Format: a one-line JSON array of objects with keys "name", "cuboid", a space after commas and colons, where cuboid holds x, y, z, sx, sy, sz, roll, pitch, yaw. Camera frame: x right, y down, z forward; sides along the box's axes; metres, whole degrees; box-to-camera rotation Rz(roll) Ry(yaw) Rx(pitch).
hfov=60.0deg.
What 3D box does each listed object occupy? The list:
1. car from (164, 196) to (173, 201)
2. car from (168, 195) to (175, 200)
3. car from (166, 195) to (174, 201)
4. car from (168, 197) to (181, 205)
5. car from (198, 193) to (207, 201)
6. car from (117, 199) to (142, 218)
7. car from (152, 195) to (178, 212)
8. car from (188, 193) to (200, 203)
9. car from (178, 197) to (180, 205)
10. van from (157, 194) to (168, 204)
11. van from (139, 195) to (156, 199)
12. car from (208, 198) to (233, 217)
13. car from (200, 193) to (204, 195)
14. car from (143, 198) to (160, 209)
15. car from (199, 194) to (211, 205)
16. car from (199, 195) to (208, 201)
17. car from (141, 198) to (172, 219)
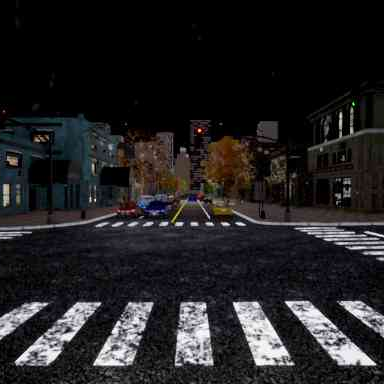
[{"name": "car", "cuboid": [-5.645, 1.549, 80.284, 1.947, 1.339, 4.313, 0, 0, 0]}, {"name": "car", "cuboid": [-5.638, 1.562, 91.377, 1.802, 1.307, 4.206, 0, 0, 0]}, {"name": "car", "cuboid": [-5.641, 1.526, 85.831, 1.887, 1.381, 4.507, 0, 0, 0]}, {"name": "car", "cuboid": [-3.028, 1.589, 58.054, 1.895, 1.301, 4.718, 0, 0, 0]}, {"name": "car", "cuboid": [2.737, 1.297, 85.826, 2.192, 1.841, 5.009, -1, 0, 0]}, {"name": "car", "cuboid": [-5.674, 1.577, 30.367, 1.802, 1.307, 4.206, 0, 0, 0]}, {"name": "car", "cuboid": [-3.075, 1.484, 38.820, 2.128, 1.511, 4.902, 0, 0, 0]}, {"name": "car", "cuboid": [0.110, 1.463, 70.795, 1.882, 1.535, 5.008, 0, 0, 0]}, {"name": "car", "cuboid": [-3.063, 1.555, 47.944, 1.994, 1.385, 4.181, 0, 0, 0]}, {"name": "van", "cuboid": [-5.656, 1.328, 63.645, 1.690, 1.788, 3.998, 0, 0, 0]}, {"name": "van", "cuboid": [-5.669, 1.333, 41.460, 1.690, 1.788, 3.998, 0, 0, 0]}, {"name": "car", "cuboid": [2.706, 1.520, 30.533, 1.752, 1.417, 4.829, -1, 0, 0]}, {"name": "car", "cuboid": [2.733, 1.551, 74.733, 1.947, 1.339, 4.313, -1, 0, 0]}, {"name": "car", "cuboid": [-5.665, 1.536, 47.007, 1.887, 1.381, 4.507, 0, 0, 0]}, {"name": "car", "cuboid": [2.723, 1.539, 58.094, 2.008, 1.369, 4.403, -1, 0, 0]}, {"name": "car", "cuboid": [2.737, 1.528, 80.279, 1.887, 1.381, 4.507, -1, 0, 0]}, {"name": "car", "cuboid": [-3.099, 1.521, 29.621, 1.812, 1.442, 4.674, 0, 0, 0]}]
